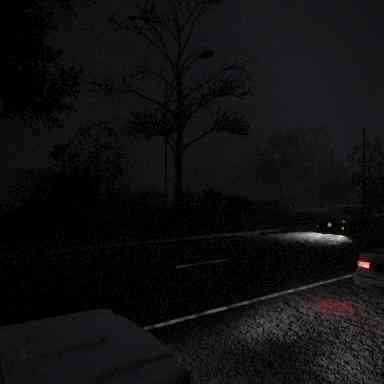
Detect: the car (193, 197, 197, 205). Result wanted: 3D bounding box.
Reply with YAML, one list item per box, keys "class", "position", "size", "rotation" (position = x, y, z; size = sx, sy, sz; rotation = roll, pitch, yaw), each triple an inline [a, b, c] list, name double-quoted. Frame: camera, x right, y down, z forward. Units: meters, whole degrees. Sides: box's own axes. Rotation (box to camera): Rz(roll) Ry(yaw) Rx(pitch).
- class: "car"
  position: [0.773, 1.692, 63.348]
  size: [1.837, 1.490, 4.892]
  rotation: [0, -1, -23]

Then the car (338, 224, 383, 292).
- class: "car"
  position: [5.953, 1.547, 7.816]
  size: [5.357, 1.411, 2.033]
  rotation: [0, 0, -34]

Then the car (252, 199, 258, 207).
- class: "car"
  position: [10.919, 1.647, 49.488]
  size: [1.895, 1.301, 4.718]
  rotation: [0, 0, -26]

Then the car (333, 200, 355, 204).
- class: "car"
  position: [17.438, 1.602, 37.182]
  size: [1.895, 1.301, 4.718]
  rotation: [0, 0, -29]

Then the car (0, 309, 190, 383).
- class: "car"
  position: [-2.262, 1.601, 2.099]
  size: [4.718, 1.301, 1.895]
  rotation: [0, 0, -35]

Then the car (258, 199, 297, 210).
- class: "car"
  position: [10.891, 1.617, 41.906]
  size: [1.895, 1.301, 4.718]
  rotation: [0, 0, -28]

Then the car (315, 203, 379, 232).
- class: "car"
  position: [8.912, 1.564, 18.987]
  size: [4.181, 1.385, 1.994]
  rotation: [0, 0, -38]
